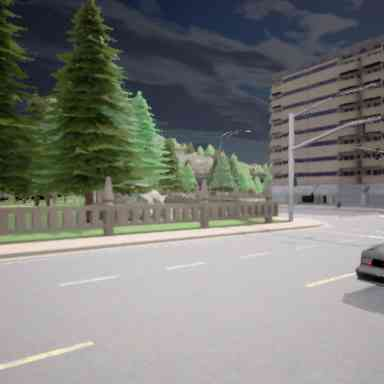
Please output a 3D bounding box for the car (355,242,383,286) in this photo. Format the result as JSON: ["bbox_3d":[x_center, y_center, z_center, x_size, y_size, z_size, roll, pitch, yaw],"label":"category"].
[{"bbox_3d":[6.198,1.565,8.215,5.357,1.411,2.033,0,0,-35],"label":"car"}]

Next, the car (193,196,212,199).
[{"bbox_3d":[2.208,1.492,50.346,2.128,1.511,4.902,0,0,-14],"label":"car"}]

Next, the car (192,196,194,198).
[{"bbox_3d":[0.835,1.563,66.219,2.033,1.411,5.357,0,0,8],"label":"car"}]
